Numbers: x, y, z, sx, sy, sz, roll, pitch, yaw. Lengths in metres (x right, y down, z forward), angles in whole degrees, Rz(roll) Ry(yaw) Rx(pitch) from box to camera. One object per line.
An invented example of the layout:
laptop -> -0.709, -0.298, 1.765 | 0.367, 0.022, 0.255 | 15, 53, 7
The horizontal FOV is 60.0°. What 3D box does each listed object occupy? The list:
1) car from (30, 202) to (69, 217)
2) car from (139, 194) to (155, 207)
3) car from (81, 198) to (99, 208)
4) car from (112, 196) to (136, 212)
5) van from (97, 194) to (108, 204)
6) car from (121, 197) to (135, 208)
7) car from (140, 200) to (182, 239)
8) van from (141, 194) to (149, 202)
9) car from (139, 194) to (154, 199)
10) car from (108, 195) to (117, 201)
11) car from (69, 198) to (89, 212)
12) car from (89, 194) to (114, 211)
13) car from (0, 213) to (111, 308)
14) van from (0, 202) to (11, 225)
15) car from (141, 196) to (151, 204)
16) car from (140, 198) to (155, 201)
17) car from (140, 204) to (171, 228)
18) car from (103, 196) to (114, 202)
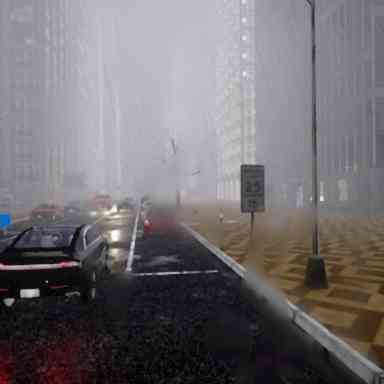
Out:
car -> -11.802, 1.587, 27.234 | 1.887, 1.381, 4.507 | 0, 0, -9
car -> -6.939, 1.317, 50.976 | 2.192, 1.841, 5.009 | 0, 0, -9
car -> -15.227, 1.615, 49.730 | 1.947, 1.339, 4.313 | 0, 0, -9
car -> -7.799, 1.505, 39.118 | 2.128, 1.511, 4.902 | 0, 0, -8
van -> -17.803, 1.395, 66.602 | 1.690, 1.788, 3.998 | 0, 0, -9
car -> -9.382, 1.494, 49.187 | 1.882, 1.535, 5.008 | 0, 0, -8
car -> -1.667, 1.432, 17.253 | 1.967, 1.590, 4.097 | 0, 0, -9
van -> -10.375, 1.350, 73.471 | 1.690, 1.788, 3.998 | 0, 0, -9
car -> -6.081, 1.315, 45.352 | 2.192, 1.841, 5.009 | 0, 0, -9
car -> -21.239, 1.615, 89.097 | 2.008, 1.369, 4.403 | 0, 0, -9
car -> -13.510, 1.611, 38.481 | 1.947, 1.339, 4.313 | 0, 0, -9
car -> -11.385, 1.253, 42.335 | 2.150, 2.045, 5.566 | 0, 0, -9
car -> -3.108, 1.497, 8.018 | 2.128, 1.511, 4.902 | 0, 0, -9
van -> -10.194, 1.381, 15.971 | 1.690, 1.788, 3.998 | 0, 0, -9
car -> -8.683, 1.531, 62.391 | 1.752, 1.417, 4.829 | 0, 0, -9
car -> -4.364, 1.579, 34.104 | 1.802, 1.307, 4.206 | 0, 0, -9
car -> -2.581, 1.559, 22.868 | 1.947, 1.339, 4.313 | 0, 0, -9
car -> -19.522, 1.625, 77.850 | 1.947, 1.339, 4.313 | 0, 0, -9
